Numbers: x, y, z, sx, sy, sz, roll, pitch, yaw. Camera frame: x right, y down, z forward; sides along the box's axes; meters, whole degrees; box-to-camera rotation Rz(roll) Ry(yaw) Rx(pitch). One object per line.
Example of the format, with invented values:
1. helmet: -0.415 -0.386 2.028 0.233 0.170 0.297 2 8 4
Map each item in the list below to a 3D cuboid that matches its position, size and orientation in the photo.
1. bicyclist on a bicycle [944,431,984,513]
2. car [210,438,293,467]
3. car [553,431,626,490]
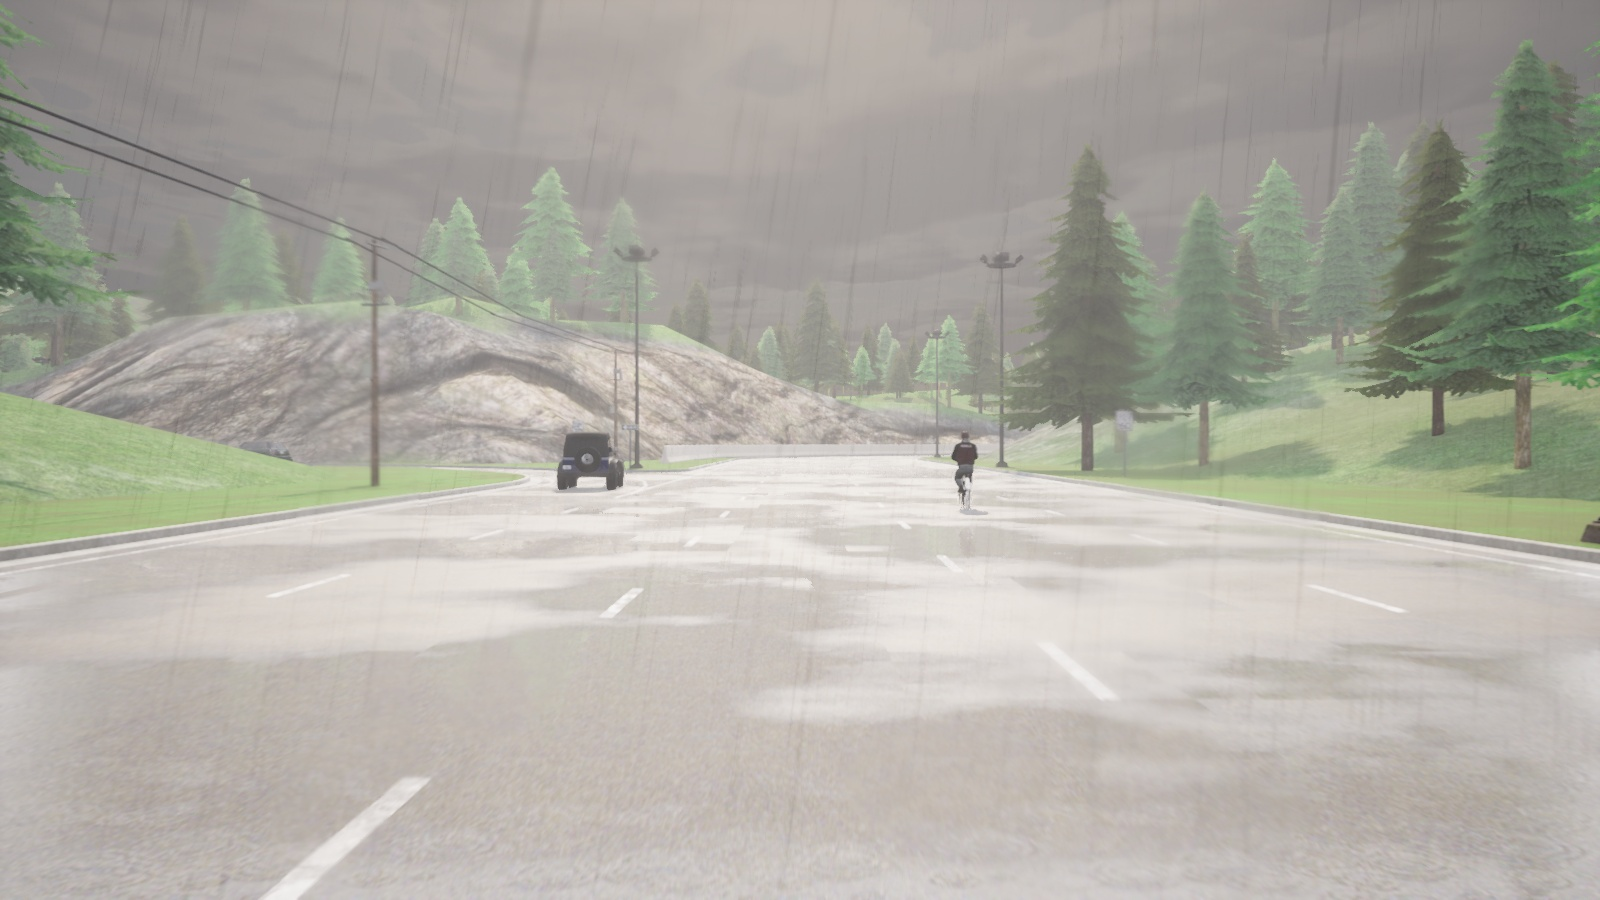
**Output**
1. bicyclist on a bicycle: 3.676 0.469 28.250 0.659 1.776 1.843 0 1 0
2. car: -35.096 0.148 80.411 4.553 1.767 2.097 0 0 16
3. car: -6.910 0.317 41.565 1.905 1.878 3.866 0 1 -3
